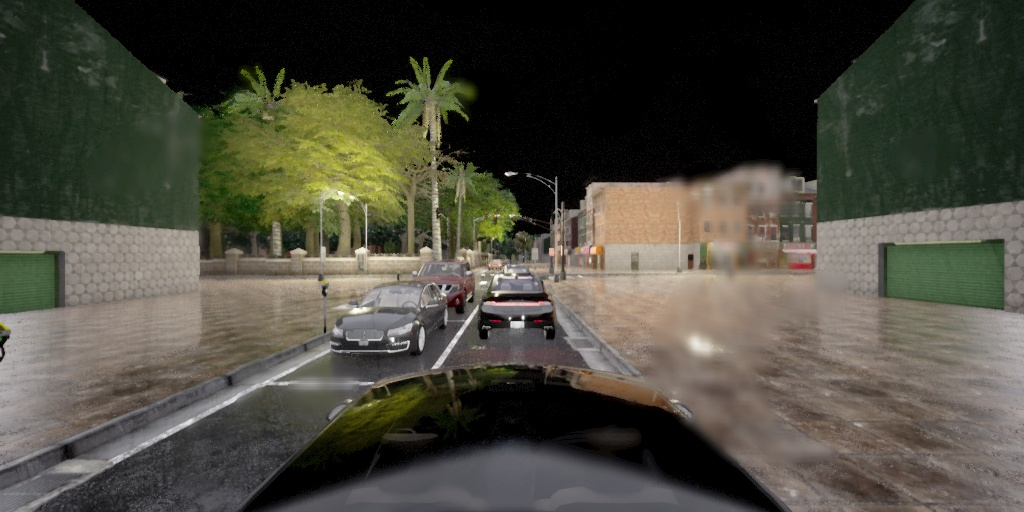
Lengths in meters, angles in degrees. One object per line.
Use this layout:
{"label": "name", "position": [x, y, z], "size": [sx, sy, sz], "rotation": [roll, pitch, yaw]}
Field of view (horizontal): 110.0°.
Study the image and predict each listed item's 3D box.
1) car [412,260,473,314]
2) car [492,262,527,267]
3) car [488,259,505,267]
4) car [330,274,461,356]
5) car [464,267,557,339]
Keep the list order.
{"label": "car", "position": [-2.587, 1.066, 13.979], "size": [2.192, 1.841, 5.009], "rotation": [0, 0, 0]}
{"label": "car", "position": [0.179, 1.248, 19.406], "size": [2.128, 1.511, 4.902], "rotation": [0, 0, -2]}
{"label": "car", "position": [-2.420, 1.285, 52.125], "size": [1.967, 1.591, 4.097], "rotation": [0, 0, 0]}
{"label": "car", "position": [-2.611, 1.300, 8.516], "size": [2.007, 1.370, 4.403], "rotation": [0, 0, 0]}
{"label": "car", "position": [0.130, 1.241, 10.017], "size": [2.128, 1.511, 4.902], "rotation": [0, 0, 0]}
